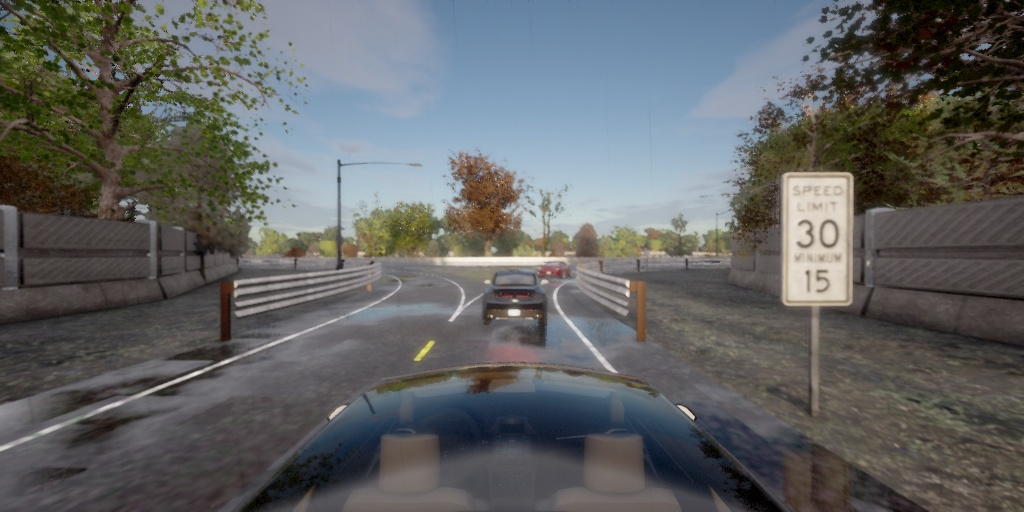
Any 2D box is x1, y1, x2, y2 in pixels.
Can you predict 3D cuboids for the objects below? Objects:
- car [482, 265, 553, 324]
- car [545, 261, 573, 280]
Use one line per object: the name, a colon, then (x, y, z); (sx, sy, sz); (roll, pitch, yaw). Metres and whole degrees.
car: (0.133, 1.187, 11.647); (1.837, 1.490, 4.892); (0, 1, 2)
car: (3.601, 1.086, 28.916); (1.812, 1.442, 4.674); (0, 0, 22)
